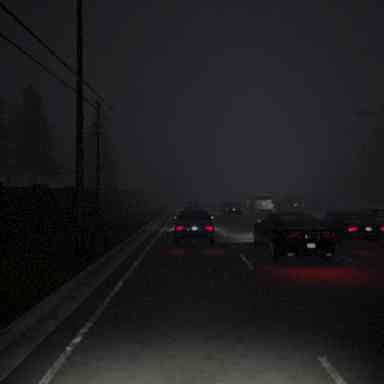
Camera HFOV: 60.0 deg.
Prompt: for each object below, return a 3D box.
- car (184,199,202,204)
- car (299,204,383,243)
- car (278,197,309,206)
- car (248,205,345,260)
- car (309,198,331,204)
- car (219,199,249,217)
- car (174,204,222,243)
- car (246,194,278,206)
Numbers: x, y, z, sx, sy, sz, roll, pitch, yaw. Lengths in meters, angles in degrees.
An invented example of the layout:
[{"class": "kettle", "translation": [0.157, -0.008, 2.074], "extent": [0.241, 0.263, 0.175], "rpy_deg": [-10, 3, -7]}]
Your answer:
[{"class": "car", "translation": [0.097, 1.507, 37.444], "extent": [1.812, 1.442, 4.674], "rpy_deg": [0, 0, 0]}, {"class": "car", "translation": [7.104, 1.539, 15.884], "extent": [2.033, 1.411, 5.357], "rpy_deg": [0, 0, 0]}, {"class": "car", "translation": [10.610, 1.334, 36.146], "extent": [2.097, 1.767, 4.553], "rpy_deg": [0, 0, 0]}, {"class": "car", "translation": [3.603, 1.471, 12.517], "extent": [1.882, 1.535, 5.008], "rpy_deg": [0, 0, 0]}, {"class": "car", "translation": [14.110, 1.458, 37.960], "extent": [1.882, 1.535, 5.008], "rpy_deg": [0, 0, 0]}, {"class": "car", "translation": [3.609, 1.532, 31.087], "extent": [2.033, 1.411, 5.357], "rpy_deg": [0, 0, 0]}, {"class": "car", "translation": [0.106, 1.539, 16.096], "extent": [2.033, 1.411, 5.357], "rpy_deg": [0, 0, 0]}, {"class": "car", "translation": [7.111, 1.204, 35.559], "extent": [2.150, 2.045, 5.566], "rpy_deg": [0, 0, 0]}]
